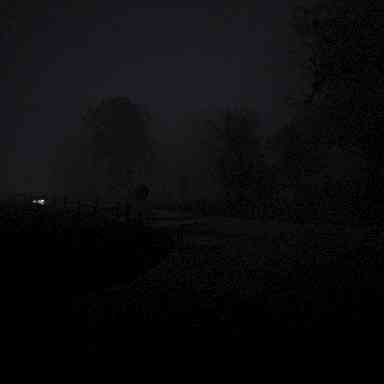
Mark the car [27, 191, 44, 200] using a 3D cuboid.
[{"bbox_3d":[-24.460,0.593,52.109,1.994,1.385,4.181,-2,2,-36],"label":"car"}]
